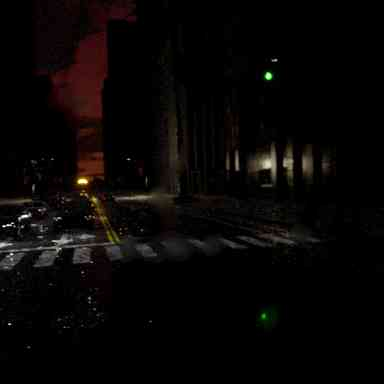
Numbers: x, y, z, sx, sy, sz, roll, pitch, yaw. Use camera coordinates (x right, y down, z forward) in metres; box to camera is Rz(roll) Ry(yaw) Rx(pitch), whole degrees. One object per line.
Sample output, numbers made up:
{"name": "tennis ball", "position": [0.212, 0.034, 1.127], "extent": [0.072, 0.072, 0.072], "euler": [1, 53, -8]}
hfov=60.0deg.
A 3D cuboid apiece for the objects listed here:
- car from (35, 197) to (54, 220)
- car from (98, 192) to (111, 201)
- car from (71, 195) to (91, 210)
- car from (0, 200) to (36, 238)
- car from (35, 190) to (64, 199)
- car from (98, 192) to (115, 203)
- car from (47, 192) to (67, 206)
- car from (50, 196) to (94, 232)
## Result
{"name": "car", "position": [-12.061, 1.371, 25.379], "extent": [1.895, 1.301, 4.718], "euler": [-2, 1, -17]}
{"name": "car", "position": [-15.295, 0.753, 57.965], "extent": [1.994, 1.385, 4.181], "euler": [-2, 1, -17]}
{"name": "car", "position": [-12.327, 1.101, 37.150], "extent": [1.994, 1.385, 4.181], "euler": [-2, 1, -17]}
{"name": "car", "position": [-9.312, 1.387, 16.532], "extent": [1.837, 1.490, 4.892], "euler": [-2, 1, -17]}
{"name": "car", "position": [-15.023, 0.873, 34.831], "extent": [2.150, 2.045, 5.566], "euler": [-2, 1, -17]}
{"name": "car", "position": [-12.178, 0.858, 48.120], "extent": [2.033, 1.411, 5.357], "euler": [-2, 1, -18]}
{"name": "car", "position": [-18.050, 0.880, 44.637], "extent": [2.097, 1.767, 4.553], "euler": [-2, 1, -18]}
{"name": "car", "position": [-6.580, 1.247, 18.734], "extent": [1.882, 1.535, 5.008], "euler": [-2, 1, -17]}
